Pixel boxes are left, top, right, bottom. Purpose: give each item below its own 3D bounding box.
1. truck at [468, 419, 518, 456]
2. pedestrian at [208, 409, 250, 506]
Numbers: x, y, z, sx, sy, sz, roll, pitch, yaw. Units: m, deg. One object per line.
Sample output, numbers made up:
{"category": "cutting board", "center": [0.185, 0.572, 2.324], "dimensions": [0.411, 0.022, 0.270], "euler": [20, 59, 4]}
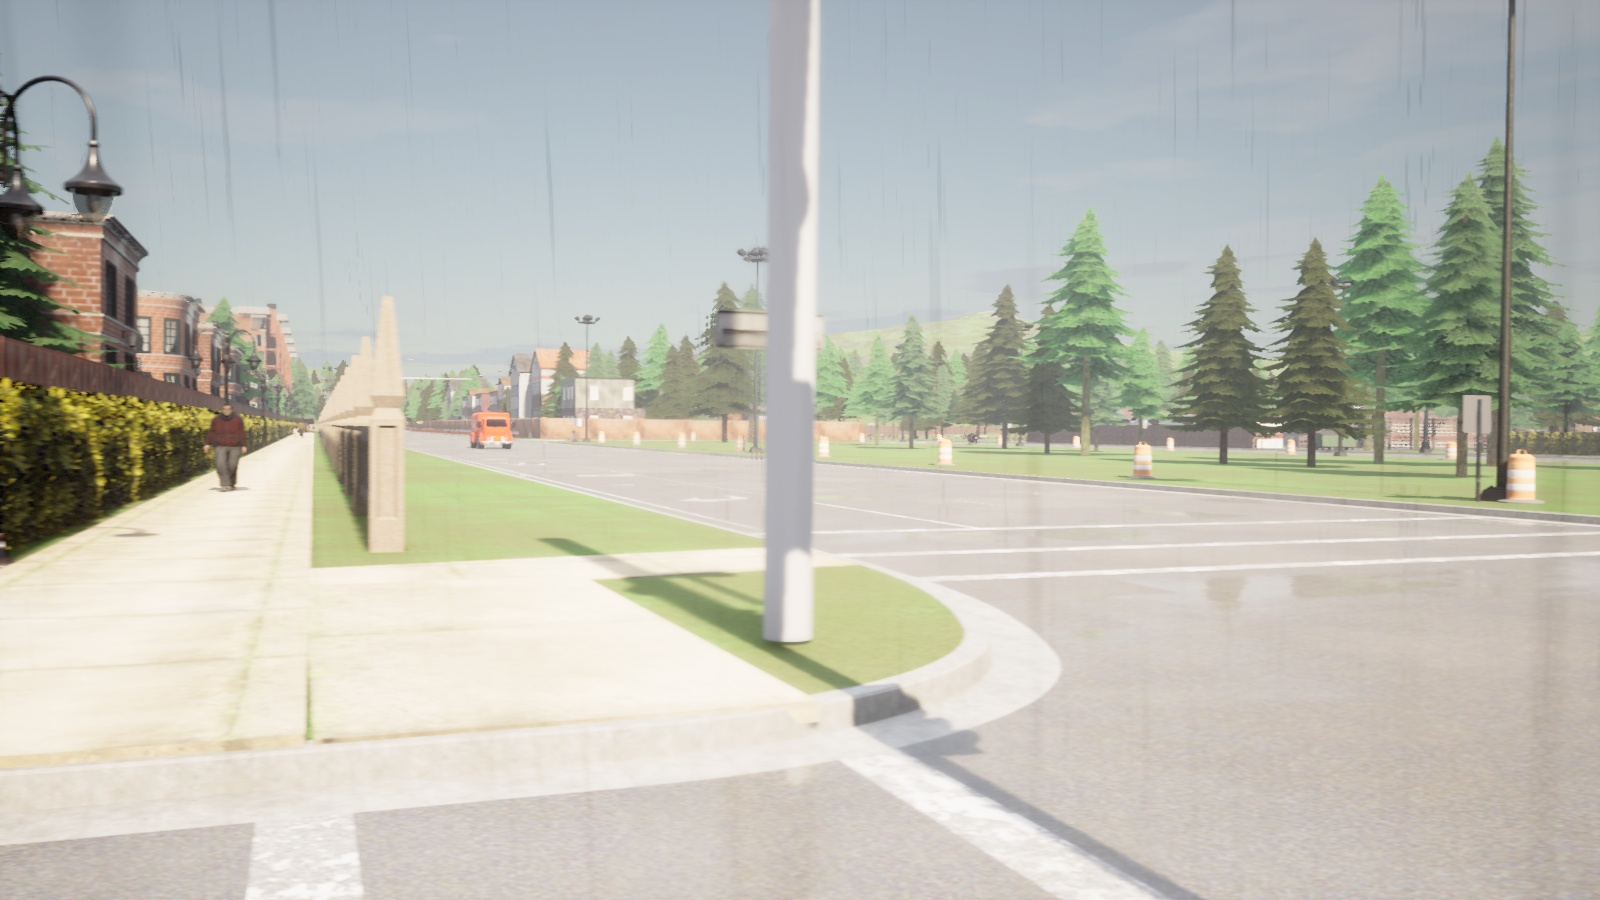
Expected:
{"category": "truck", "center": [-21.076, -0.861, 86.020], "dimensions": [2.627, 2.467, 5.204], "euler": [-1, 1, -21]}
{"category": "pedestrian", "center": [-11.119, 0.129, 24.477], "dimensions": [0.634, 1.844, 0.899], "euler": [-1, 1, -18]}
